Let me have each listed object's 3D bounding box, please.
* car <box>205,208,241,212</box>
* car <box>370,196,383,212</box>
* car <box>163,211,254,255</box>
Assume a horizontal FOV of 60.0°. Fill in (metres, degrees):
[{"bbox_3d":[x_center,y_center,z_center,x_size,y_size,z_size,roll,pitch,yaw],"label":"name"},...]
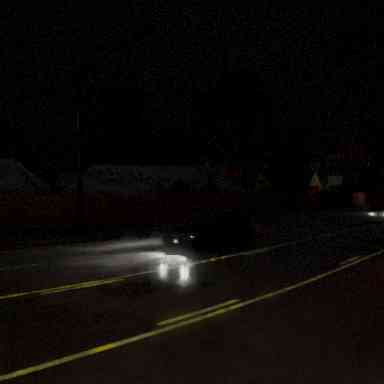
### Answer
[{"bbox_3d":[1.632,1.716,19.938,2.128,1.511,4.902,-1,-1,45],"label":"car"},{"bbox_3d":[25.304,1.516,43.778,5.566,2.045,2.150,-1,0,-45],"label":"car"},{"bbox_3d":[0.813,1.723,14.229,4.181,1.385,1.994,0,-1,-44],"label":"car"}]
